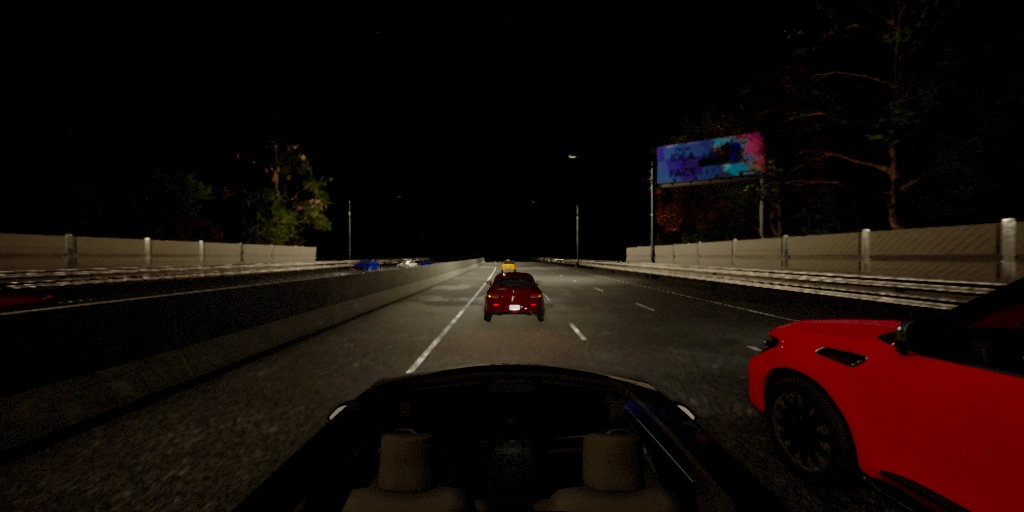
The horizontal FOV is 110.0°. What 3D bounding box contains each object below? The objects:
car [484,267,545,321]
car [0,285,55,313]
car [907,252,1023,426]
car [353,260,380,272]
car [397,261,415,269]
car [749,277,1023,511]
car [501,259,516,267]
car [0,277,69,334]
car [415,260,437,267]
[{"bbox_3d":[0.069,1.275,12.345,1.812,1.442,4.674,0,0,0],"label":"car"},{"bbox_3d":[-10.612,1.230,5.156,1.882,1.535,5.008,0,0,0],"label":"car"},{"bbox_3d":[7.094,0.969,2.678,2.150,2.045,5.566,0,0,0],"label":"car"},{"bbox_3d":[-18.135,1.217,44.966,1.882,1.535,5.008,0,0,-1],"label":"car"},{"bbox_3d":[-14.781,1.333,50.897,1.895,1.301,4.718,0,0,-1],"label":"car"},{"bbox_3d":[3.595,0.971,1.425,2.150,2.045,5.566,0,0,0],"label":"car"},{"bbox_3d":[-0.425,1.191,44.000,1.801,1.575,5.366,0,0,-1],"label":"car"},{"bbox_3d":[-14.124,1.318,8.533,1.994,1.385,4.181,0,0,0],"label":"car"},{"bbox_3d":[-11.209,1.259,48.252,1.812,1.442,4.674,0,0,-1],"label":"car"}]
